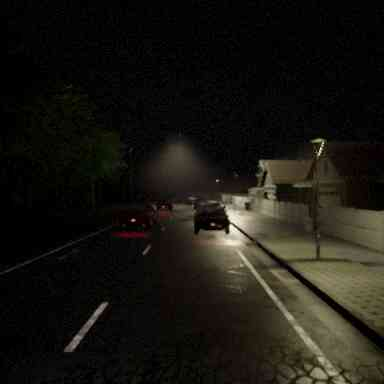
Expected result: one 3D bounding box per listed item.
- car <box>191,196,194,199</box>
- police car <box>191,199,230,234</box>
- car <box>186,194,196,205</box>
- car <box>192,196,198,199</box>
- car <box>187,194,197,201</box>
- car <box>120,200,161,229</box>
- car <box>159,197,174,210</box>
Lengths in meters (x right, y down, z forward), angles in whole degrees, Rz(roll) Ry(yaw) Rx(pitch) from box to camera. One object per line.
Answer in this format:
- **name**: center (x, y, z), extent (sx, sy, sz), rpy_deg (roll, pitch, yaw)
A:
- **car**: center (1.060, 1.475, 35.162), extent (1.837, 1.490, 4.892), rpy_deg (0, 0, 0)
- **police car**: center (1.056, 1.423, 19.274), extent (1.930, 1.638, 5.238), rpy_deg (0, 0, 0)
- **car**: center (0.019, 1.438, 54.548), extent (1.994, 1.385, 4.181), rpy_deg (0, 0, 0)
- **car**: center (1.058, 1.440, 29.352), extent (1.801, 1.575, 5.366), rpy_deg (0, 0, 0)
- **car**: center (0.020, 1.155, 71.980), extent (2.033, 1.411, 5.357), rpy_deg (0, 0, 0)
- **car**: center (-3.395, 1.474, 21.748), extent (1.882, 1.535, 5.008), rpy_deg (0, 0, 0)
- **car**: center (-3.382, 1.448, 41.912), extent (1.837, 1.490, 4.892), rpy_deg (0, 0, 0)
